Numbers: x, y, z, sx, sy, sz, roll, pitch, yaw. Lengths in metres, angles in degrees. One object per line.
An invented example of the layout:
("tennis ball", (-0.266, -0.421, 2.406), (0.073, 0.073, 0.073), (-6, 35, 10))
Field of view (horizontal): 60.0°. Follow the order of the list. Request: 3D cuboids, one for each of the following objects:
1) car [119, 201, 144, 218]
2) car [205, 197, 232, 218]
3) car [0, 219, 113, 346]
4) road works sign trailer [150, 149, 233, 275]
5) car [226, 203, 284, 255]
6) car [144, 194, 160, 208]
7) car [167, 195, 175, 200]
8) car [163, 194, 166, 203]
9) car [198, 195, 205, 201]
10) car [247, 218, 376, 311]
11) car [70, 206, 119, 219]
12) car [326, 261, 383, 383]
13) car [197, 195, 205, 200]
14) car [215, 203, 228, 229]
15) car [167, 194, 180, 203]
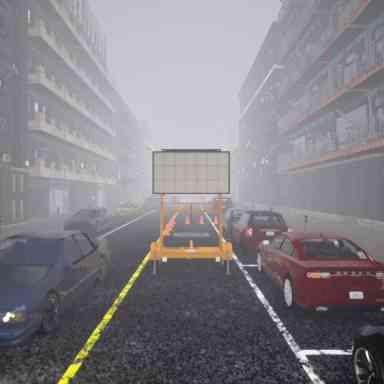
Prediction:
("car", (-5.752, 1.522, 30.011), (1.752, 1.417, 4.829), (0, 0, 0))
("car", (2.630, 1.312, 30.195), (2.192, 1.841, 5.009), (0, 0, 0))
("car", (-3.115, 1.547, 6.914), (2.033, 1.411, 5.357), (0, 0, 0))
("road works sign trailer", (-0.022, 0.464, 10.413), (2.380, 3.560, 2.880), (0, 0, 0))
("car", (2.664, 1.440, 13.286), (1.967, 1.590, 4.097), (0, 0, 0))
("car", (-5.787, 1.431, 47.091), (1.967, 1.590, 4.097), (0, 0, 0))
("car", (-5.880, 1.514, 92.182), (1.887, 1.381, 4.507), (0, 0, 0))
("car", (-5.798, 1.304, 52.727), (2.192, 1.841, 5.009), (0, 0, 0))
("car", (2.523, 1.501, 81.093), (1.752, 1.417, 4.829), (0, 0, 0))
("car", (2.675, 1.545, 7.649), (1.887, 1.381, 4.507), (0, 0, 0))
("car", (-5.729, 1.565, 18.908), (1.947, 1.339, 4.313), (0, 0, 0))
("car", (2.686, 1.566, 2.013), (1.947, 1.339, 4.313), (0, 0, 0))
("car", (2.500, 1.514, 92.195), (1.887, 1.381, 4.507), (0, 0, 0))
("car", (2.652, 1.550, 18.922), (2.008, 1.369, 4.403), (0, 0, 0))
("car", (-3.128, 1.463, 61.321), (1.882, 1.535, 5.008), (0, 0, 0))
